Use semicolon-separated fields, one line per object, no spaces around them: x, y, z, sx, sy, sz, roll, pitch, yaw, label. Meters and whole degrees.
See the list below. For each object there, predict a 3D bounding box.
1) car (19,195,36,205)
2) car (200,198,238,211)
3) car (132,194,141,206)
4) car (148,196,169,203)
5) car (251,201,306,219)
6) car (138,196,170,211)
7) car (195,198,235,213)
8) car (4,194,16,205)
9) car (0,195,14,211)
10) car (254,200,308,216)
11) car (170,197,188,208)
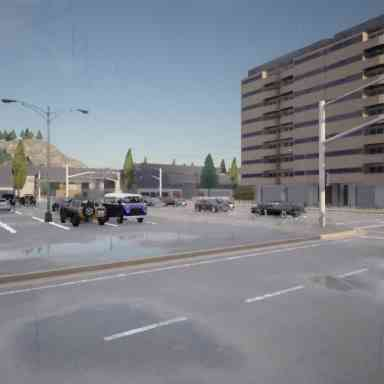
-27.334;1.209;55.301;1.932;1.855;4.605;0;0;-35;car
3.387;1.547;42.204;2.128;1.511;4.902;0;0;-35;car
-9.354;1.547;66.509;2.128;1.511;4.902;0;0;-35;car
-7.042;1.546;69.299;2.128;1.511;4.902;0;0;-35;car
7.622;1.656;30.199;1.895;1.301;4.718;0;0;-35;car
-5.629;1.582;48.874;1.812;1.442;4.674;0;0;-35;car
2.225;1.560;37.793;1.837;1.490;4.892;0;0;-35;car
-29.731;1.212;53.677;1.905;1.878;3.866;0;0;-35;car
-21.872;1.451;37.845;1.970;1.475;3.806;0;0;-35;car
9.027;1.603;34.263;2.033;1.411;5.357;0;0;-35;car
-2.558;1.546;50.594;2.128;1.511;4.902;0;0;-35;car
